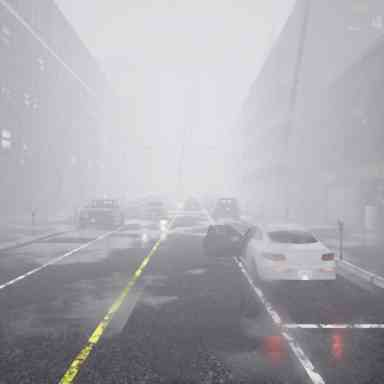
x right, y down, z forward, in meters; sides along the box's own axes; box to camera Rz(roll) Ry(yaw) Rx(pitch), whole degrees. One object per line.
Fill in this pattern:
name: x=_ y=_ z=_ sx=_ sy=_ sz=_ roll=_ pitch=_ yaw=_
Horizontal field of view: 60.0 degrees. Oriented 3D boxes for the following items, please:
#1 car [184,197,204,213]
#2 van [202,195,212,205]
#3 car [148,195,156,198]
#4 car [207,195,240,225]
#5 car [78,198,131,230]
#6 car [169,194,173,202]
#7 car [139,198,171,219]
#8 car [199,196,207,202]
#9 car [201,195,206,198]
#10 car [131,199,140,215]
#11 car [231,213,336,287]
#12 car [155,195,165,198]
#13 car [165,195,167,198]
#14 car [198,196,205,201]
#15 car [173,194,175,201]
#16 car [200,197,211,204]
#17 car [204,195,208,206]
car: x=0.076 y=1.604 z=38.366 sx=1.994 sy=1.385 sz=4.181 roll=0 pitch=0 yaw=0
van: x=2.693 y=1.430 z=61.413 sx=1.690 sy=1.788 sz=3.998 roll=0 pitch=0 yaw=0
car: x=-5.686 y=1.480 z=38.656 sx=1.967 sy=1.590 sz=4.097 roll=0 pitch=0 yaw=0
car: x=2.696 y=1.338 z=27.274 sx=2.192 sy=1.841 sz=5.009 roll=0 pitch=0 yaw=0
car: x=-5.684 y=1.330 z=21.585 sx=2.192 sy=1.841 sz=5.009 roll=0 pitch=0 yaw=0
car: x=-5.689 y=1.648 z=72.625 sx=1.752 sy=1.417 sz=4.829 roll=0 pitch=0 yaw=0
car: x=-3.102 y=1.530 z=28.882 sx=1.837 sy=1.490 sz=4.892 roll=0 pitch=0 yaw=0
car: x=2.690 y=1.744 z=84.174 sx=1.802 sy=1.307 sz=4.206 roll=0 pitch=0 yaw=0
car: x=2.692 y=1.656 z=55.724 sx=1.802 sy=1.307 sz=4.206 roll=0 pitch=0 yaw=0
car: x=-5.686 y=1.582 z=32.966 sx=2.008 sy=1.369 sz=4.403 roll=0 pitch=0 yaw=0
car: x=2.352 y=1.529 z=9.224 sx=1.812 sy=1.442 sz=4.674 roll=0 pitch=0 yaw=0
car: x=-5.686 y=1.376 z=50.036 sx=2.192 sy=1.841 sz=5.009 roll=0 pitch=0 yaw=0
car: x=-5.688 y=1.599 z=55.557 sx=1.752 sy=1.417 sz=4.829 roll=0 pitch=0 yaw=0
car: x=2.689 y=1.786 z=95.554 sx=1.802 sy=1.307 sz=4.206 roll=0 pitch=0 yaw=0
car: x=-5.690 y=1.724 z=78.486 sx=1.802 sy=1.307 sz=4.206 roll=0 pitch=0 yaw=0
car: x=2.691 y=1.650 z=67.104 sx=1.887 sy=1.381 sz=4.507 roll=0 pitch=0 yaw=0
car: x=2.694 y=1.480 z=38.654 sx=1.967 sy=1.590 sz=4.097 roll=0 pitch=0 yaw=0
